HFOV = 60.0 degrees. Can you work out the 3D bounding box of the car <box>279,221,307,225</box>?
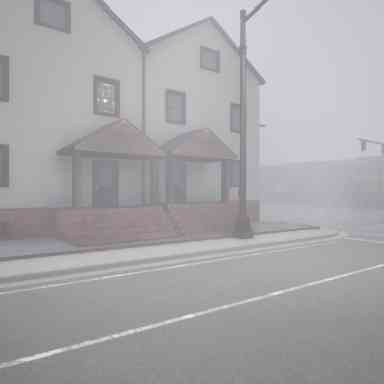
[{"bbox_3d":[8.588,3.480,31.355,2.128,1.511,4.902,-1,-12,-36],"label":"car"}]
